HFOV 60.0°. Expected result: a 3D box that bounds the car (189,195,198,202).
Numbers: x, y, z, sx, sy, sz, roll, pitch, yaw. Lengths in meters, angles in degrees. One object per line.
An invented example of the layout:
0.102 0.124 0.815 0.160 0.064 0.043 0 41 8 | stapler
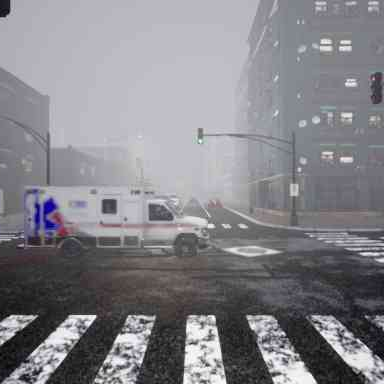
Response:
0.309 1.349 70.090 1.837 1.490 4.892 0 0 0 | car

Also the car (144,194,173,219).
-2.954 1.228 30.566 2.150 2.045 5.566 0 0 0 | car

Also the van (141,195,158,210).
-5.481 1.350 43.388 1.690 1.788 3.998 1 0 0 | van

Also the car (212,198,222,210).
2.897 1.449 43.412 1.967 1.590 4.097 1 0 0 | car

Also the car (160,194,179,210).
-2.894 1.232 43.765 2.150 2.045 5.566 0 0 0 | car

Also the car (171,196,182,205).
-2.776 1.539 59.911 1.812 1.442 4.674 0 0 1 | car

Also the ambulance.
-2.589 1.031 11.961 6.366 2.431 2.351 0 0 1 | ambulance

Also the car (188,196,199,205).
0.265 1.539 60.081 1.812 1.442 4.674 0 0 0 | car
